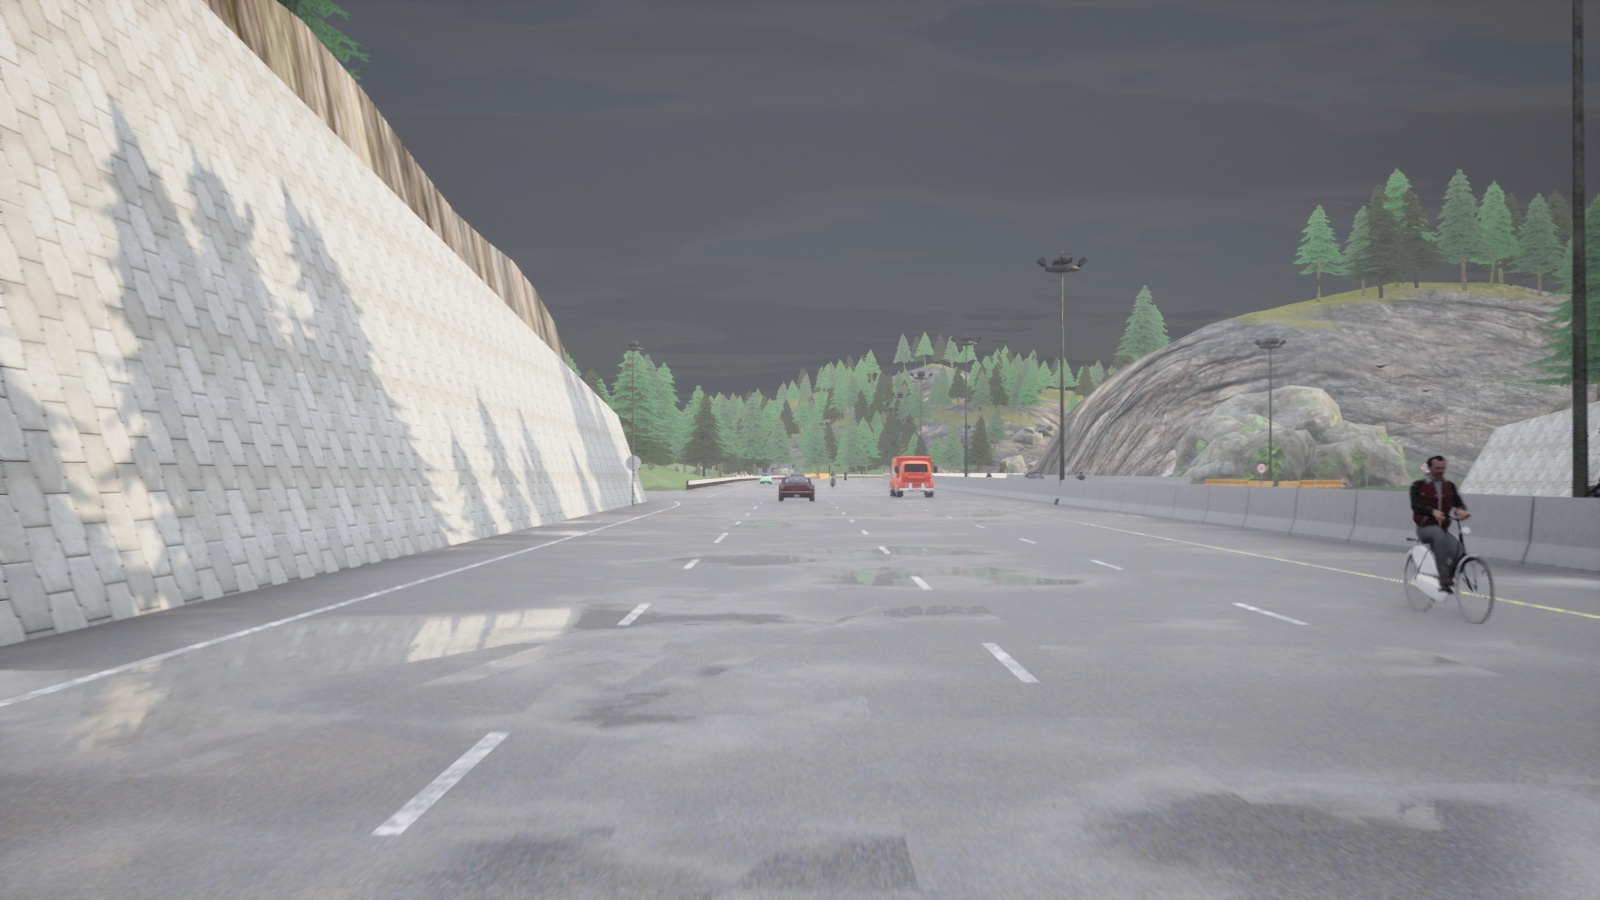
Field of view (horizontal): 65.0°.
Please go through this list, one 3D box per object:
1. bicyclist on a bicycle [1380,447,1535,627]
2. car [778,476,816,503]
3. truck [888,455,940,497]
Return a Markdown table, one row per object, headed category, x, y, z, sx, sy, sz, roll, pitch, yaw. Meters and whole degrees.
| category | x | y | z | sx | sy | sz | roll | pitch | yaw |
| --- | --- | --- | --- | --- | --- | --- | --- | --- | --- |
| bicyclist on a bicycle | 6.967 | 0.882 | 13.410 | 0.659 | 1.776 | 1.843 | 0 | -1 | 0 |
| car | -0.154 | 1.982 | 63.694 | 1.895 | 1.301 | 4.718 | 0 | -1 | 0 |
| truck | 6.814 | 1.572 | 75.664 | 2.627 | 2.467 | 5.204 | 0 | -1 | 0 |
